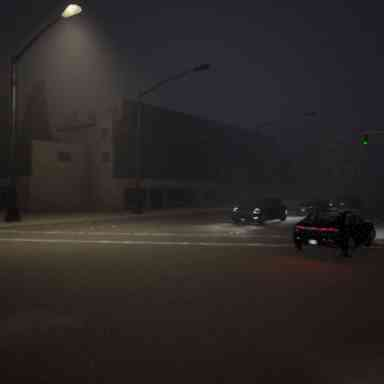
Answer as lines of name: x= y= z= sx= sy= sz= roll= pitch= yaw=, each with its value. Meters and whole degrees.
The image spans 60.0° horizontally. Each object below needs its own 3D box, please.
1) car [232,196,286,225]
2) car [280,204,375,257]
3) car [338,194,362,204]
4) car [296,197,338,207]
car: x=4.679 y=1.165 z=22.733 sx=2.097 sy=1.767 sz=4.553 roll=1 pitch=1 yaw=41
car: x=5.565 y=1.421 z=12.753 sx=2.128 sy=1.511 sz=4.902 roll=1 pitch=1 yaw=41
car: x=17.912 y=1.019 z=37.975 sx=2.128 sy=1.511 sz=4.902 roll=1 pitch=2 yaw=41
car: x=11.075 y=1.228 z=30.131 sx=2.128 sy=1.511 sz=4.902 roll=1 pitch=2 yaw=41
